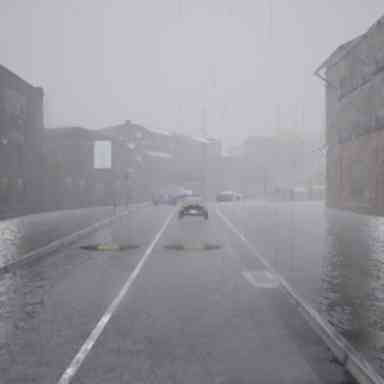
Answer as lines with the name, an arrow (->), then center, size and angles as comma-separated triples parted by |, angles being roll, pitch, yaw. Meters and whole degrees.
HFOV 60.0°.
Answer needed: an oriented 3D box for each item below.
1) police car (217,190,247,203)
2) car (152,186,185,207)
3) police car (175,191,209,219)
police car -> 5.084, 0.578, 41.194 | 1.930, 1.638, 5.238 | -1, -1, 39
car -> -2.165, 0.412, 33.765 | 2.150, 2.045, 5.566 | 0, 1, 16
police car -> 0.131, 0.979, 23.222 | 2.038, 1.542, 4.974 | 0, 2, 1
